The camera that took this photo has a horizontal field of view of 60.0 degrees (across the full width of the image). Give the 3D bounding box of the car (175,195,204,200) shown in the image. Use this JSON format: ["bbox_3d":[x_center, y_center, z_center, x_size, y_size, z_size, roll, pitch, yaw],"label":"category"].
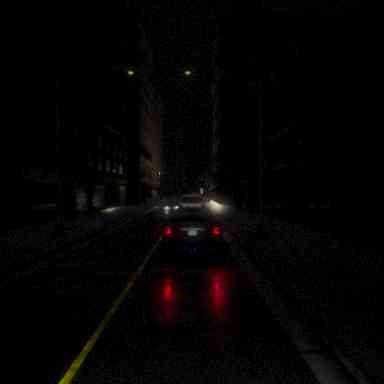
[{"bbox_3d":[0.022,1.209,26.843,2.150,2.045,5.566,0,0,1],"label":"car"}]

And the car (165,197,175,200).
[{"bbox_3d":[-3.102,1.481,51.606,1.812,1.442,4.674,0,0,0],"label":"car"}]

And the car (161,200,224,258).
[{"bbox_3d":[0.041,1.346,12.913,2.097,1.767,4.553,0,0,1],"label":"car"}]
